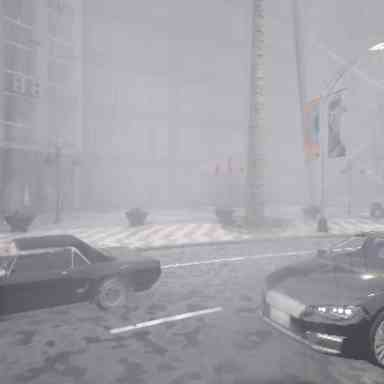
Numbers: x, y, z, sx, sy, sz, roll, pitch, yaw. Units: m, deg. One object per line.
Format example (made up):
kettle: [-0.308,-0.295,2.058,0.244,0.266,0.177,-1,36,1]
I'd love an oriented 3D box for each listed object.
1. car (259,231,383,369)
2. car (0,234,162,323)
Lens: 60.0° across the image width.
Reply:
car: [3.421,1.440,5.555,4.902,1.511,2.128,0,1,-25]
car: [-3.034,1.503,6.002,4.718,1.301,1.895,0,1,-32]
